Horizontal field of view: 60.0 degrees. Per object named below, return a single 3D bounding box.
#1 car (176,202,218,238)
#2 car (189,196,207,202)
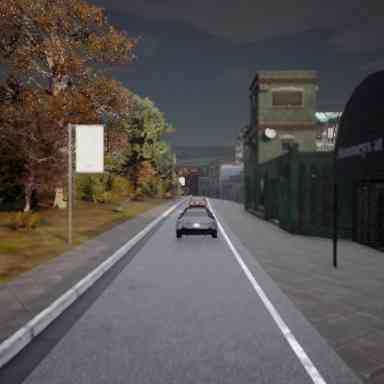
[{"bbox_3d":[0.236,1.425,16.916,1.994,1.385,4.181,0,1,1],"label":"car"},{"bbox_3d":[0.625,1.085,35.837,2.033,1.411,5.357,0,1,2],"label":"car"}]
